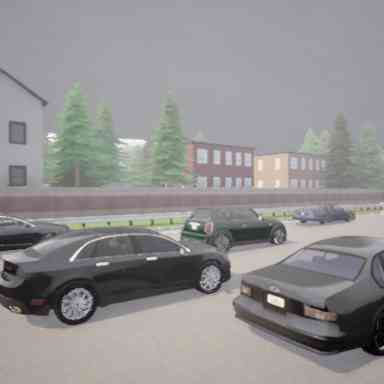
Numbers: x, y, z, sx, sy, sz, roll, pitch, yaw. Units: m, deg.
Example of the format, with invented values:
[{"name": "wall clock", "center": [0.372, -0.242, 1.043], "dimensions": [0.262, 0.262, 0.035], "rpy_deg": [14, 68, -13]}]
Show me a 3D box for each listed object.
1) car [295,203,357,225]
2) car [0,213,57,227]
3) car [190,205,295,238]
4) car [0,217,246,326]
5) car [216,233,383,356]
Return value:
[{"name": "car", "center": [9.320, 1.488, 23.295], "dimensions": [5.357, 1.411, 2.033], "rpy_deg": [0, 0, -36]}, {"name": "car", "center": [-6.803, 1.489, 11.794], "dimensions": [4.902, 1.511, 2.128], "rpy_deg": [0, 0, -35]}, {"name": "car", "center": [1.818, 1.326, 13.642], "dimensions": [4.553, 1.767, 2.097], "rpy_deg": [0, 0, -35]}, {"name": "car", "center": [-1.317, 1.496, 7.108], "dimensions": [4.892, 1.490, 1.837], "rpy_deg": [0, 0, -35]}, {"name": "car", "center": [3.191, 1.531, 6.022], "dimensions": [5.357, 1.411, 2.033], "rpy_deg": [0, 0, -36]}]
